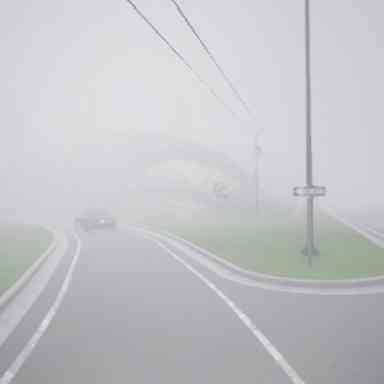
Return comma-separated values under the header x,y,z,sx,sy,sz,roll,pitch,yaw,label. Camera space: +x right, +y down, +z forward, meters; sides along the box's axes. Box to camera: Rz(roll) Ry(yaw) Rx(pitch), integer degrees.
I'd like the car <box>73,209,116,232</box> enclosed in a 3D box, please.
x,y,z,sx,sy,sz,roll,pitch,yaw,label
-6.478,1.793,21.976,1.994,1.385,4.181,0,-1,-30,car
